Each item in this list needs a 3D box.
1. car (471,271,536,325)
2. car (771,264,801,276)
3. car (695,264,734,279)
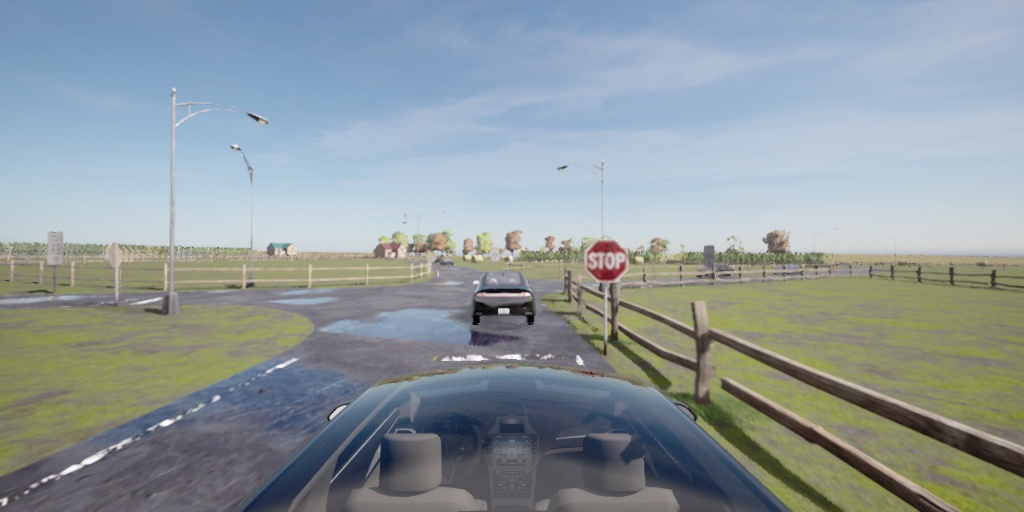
[{"bbox_3d":[-0.302,1.254,11.942,2.128,1.511,4.902,0,0,-2],"label":"car"},{"bbox_3d":[35.170,1.742,45.747,5.357,1.411,2.033,1,-1,-34],"label":"car"},{"bbox_3d":[20.589,1.534,36.413,4.892,1.490,1.837,1,0,-31],"label":"car"}]
